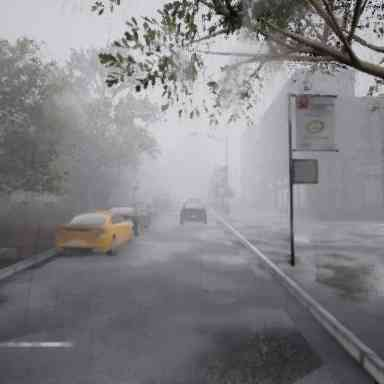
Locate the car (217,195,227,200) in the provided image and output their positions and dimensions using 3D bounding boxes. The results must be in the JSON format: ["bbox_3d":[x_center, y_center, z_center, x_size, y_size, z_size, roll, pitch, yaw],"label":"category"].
[{"bbox_3d":[6.852,1.447,90.239,2.097,1.535,5.008,-3,-3,36],"label":"car"}]

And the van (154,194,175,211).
[{"bbox_3d":[-3.626,1.235,41.280,1.878,1.987,4.442,1,1,2],"label":"van"}]

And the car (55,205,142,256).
[{"bbox_3d":[-3.637,1.484,13.308,2.097,1.535,5.008,1,0,2],"label":"car"}]

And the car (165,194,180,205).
[{"bbox_3d":[-3.401,1.253,58.242,2.185,1.767,4.553,-1,1,2],"label":"car"}]

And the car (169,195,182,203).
[{"bbox_3d":[-3.160,1.345,63.944,2.097,1.535,5.008,0,0,2],"label":"car"}]

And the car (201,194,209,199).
[{"bbox_3d":[3.414,1.392,85.493,2.231,1.521,4.892,-2,-1,29],"label":"car"}]

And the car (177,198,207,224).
[{"bbox_3d":[0.100,1.484,24.992,1.882,1.535,5.008,0,0,0],"label":"car"}]

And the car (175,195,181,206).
[{"bbox_3d":[-3.403,1.415,52.533,2.231,1.521,4.892,0,0,2],"label":"car"}]

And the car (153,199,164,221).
[{"bbox_3d":[-3.647,1.516,24.476,2.163,1.488,4.792,0,0,2],"label":"car"}]

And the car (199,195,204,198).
[{"bbox_3d":[0.101,1.523,42.660,2.033,1.411,5.357,0,0,0],"label":"car"}]

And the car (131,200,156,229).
[{"bbox_3d":[-3.644,1.485,18.869,2.097,1.535,5.008,0,0,2],"label":"car"}]
